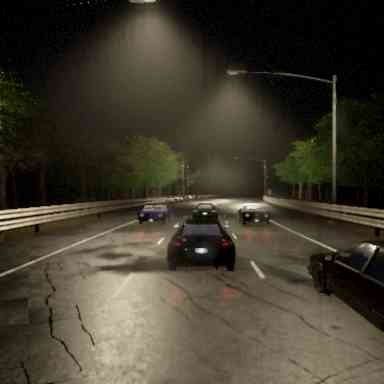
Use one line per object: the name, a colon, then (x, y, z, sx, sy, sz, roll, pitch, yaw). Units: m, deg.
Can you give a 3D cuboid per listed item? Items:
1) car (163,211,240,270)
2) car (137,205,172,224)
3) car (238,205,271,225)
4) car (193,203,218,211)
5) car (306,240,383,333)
car: (0.317, 1.561, 11.023, 1.994, 1.385, 4.181, 0, 0, 2)
car: (-2.581, 1.593, 24.349, 1.895, 1.301, 4.718, 0, 0, 3)
car: (4.426, 1.600, 24.246, 1.895, 1.301, 4.718, 0, 0, 4)
car: (1.080, 1.559, 26.495, 1.994, 1.385, 4.181, 0, 0, 4)
car: (3.672, 1.549, 5.681, 2.033, 1.411, 5.357, 0, 0, 1)
